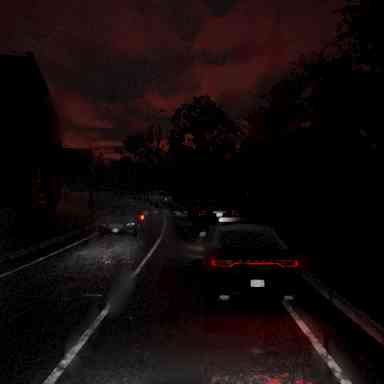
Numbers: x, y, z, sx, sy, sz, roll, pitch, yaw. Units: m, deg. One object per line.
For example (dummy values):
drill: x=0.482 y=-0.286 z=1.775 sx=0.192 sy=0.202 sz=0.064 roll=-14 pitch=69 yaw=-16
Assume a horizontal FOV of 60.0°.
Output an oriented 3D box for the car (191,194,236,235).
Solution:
car: x=1.238 y=1.181 z=18.591 sx=2.150 sy=2.045 sz=5.566 roll=0 pitch=0 yaw=-2

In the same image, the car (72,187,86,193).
car: x=-26.039 y=-0.533 z=76.682 sx=1.895 sy=1.301 sz=4.718 roll=2 pitch=3 yaw=-40

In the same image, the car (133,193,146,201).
car: x=-8.414 y=0.871 z=55.730 sx=2.033 sy=1.411 sz=5.357 roll=1 pitch=1 yaw=-25

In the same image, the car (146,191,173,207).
car: x=-4.076 y=0.883 z=43.708 sx=2.150 sy=2.045 sz=5.566 roll=1 pitch=1 yaw=-18

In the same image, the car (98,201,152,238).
car: x=-3.526 y=1.447 z=17.442 sx=2.128 sy=1.511 sz=4.902 roll=0 pitch=0 yaw=-2

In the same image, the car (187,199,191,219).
car: x=0.888 y=1.140 z=24.748 sx=2.150 sy=2.045 sz=5.566 roll=0 pitch=0 yaw=-5

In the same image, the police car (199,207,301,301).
police car: x=1.227 y=1.419 z=8.519 sx=1.930 sy=1.638 sz=5.238 roll=0 pitch=0 yaw=1
